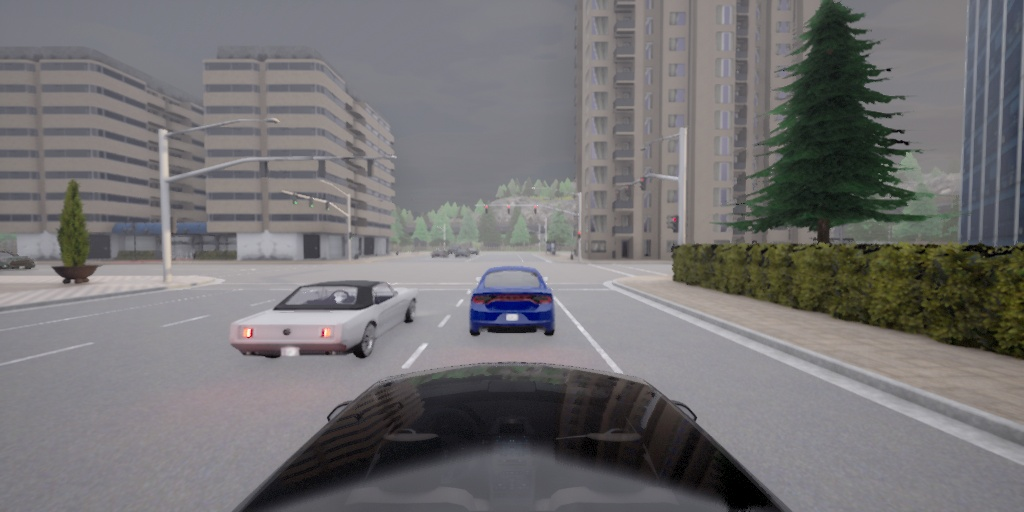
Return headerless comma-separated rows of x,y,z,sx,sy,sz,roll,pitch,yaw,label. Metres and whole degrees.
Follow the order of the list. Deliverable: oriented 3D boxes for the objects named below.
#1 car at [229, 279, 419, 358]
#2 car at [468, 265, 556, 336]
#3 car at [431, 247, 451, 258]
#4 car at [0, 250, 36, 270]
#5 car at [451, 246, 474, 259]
-3.494,1.159,7.874,1.895,1.301,4.718,0,2,0,car
-0.001,0.980,9.533,1.882,1.535,5.008,0,2,0,car
-10.997,-0.346,54.626,1.994,1.385,4.181,0,2,0,car
-41.015,0.302,28.367,4.553,1.767,2.097,0,2,0,car
-7.495,-0.364,54.547,2.033,1.411,5.357,0,2,0,car
